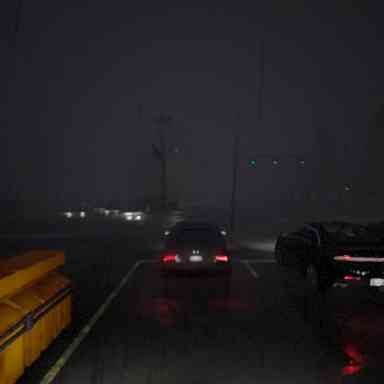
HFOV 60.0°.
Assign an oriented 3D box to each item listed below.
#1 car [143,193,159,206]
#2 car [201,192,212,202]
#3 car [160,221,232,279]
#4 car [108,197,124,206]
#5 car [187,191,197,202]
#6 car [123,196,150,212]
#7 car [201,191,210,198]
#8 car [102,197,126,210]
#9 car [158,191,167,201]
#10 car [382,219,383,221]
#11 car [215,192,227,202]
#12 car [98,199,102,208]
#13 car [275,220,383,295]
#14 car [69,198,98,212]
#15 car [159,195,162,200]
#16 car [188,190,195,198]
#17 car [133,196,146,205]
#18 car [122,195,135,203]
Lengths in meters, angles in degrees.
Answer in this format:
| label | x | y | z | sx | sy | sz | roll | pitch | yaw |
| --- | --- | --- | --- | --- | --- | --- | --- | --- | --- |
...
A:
| label | x | y | z | sx | sy | sz | roll | pitch | yaw |
| --- | --- | --- | --- | --- | --- | --- | --- | --- | --- |
| car | -7.056 | 1.477 | 52.824 | 2.150 | 2.045 | 5.566 | 0 | 0 | 0 |
| car | 3.441 | 1.186 | 75.545 | 2.097 | 1.767 | 4.553 | 0 | 4 | 0 |
| car | 0.099 | 1.598 | 10.208 | 2.033 | 1.411 | 5.357 | 0 | 0 | 0 |
| car | -14.026 | 1.783 | 61.552 | 1.837 | 1.490 | 4.892 | 0 | 1 | 0 |
| car | -0.058 | 1.334 | 75.447 | 1.837 | 1.490 | 4.892 | 0 | 4 | 0 |
| car | -7.037 | 1.699 | 42.970 | 2.128 | 1.511 | 4.902 | 0 | 0 | -1 |
| car | 3.394 | 0.603 | 85.501 | 1.994 | 1.385 | 4.181 | 0 | 6 | 0 |
| car | -10.565 | 1.773 | 46.634 | 2.033 | 1.411 | 5.357 | 0 | 0 | 0 |
| car | -7.069 | 0.841 | 77.710 | 2.150 | 2.045 | 5.566 | 0 | 3 | 0 |
| car | 7.643 | 1.549 | 11.673 | 2.128 | 1.511 | 4.902 | 0 | 0 | 9 |
| car | 6.940 | 1.363 | 75.853 | 1.994 | 1.385 | 4.181 | 0 | 4 | 0 |
| car | -14.057 | 1.799 | 52.029 | 2.033 | 1.411 | 5.357 | 0 | 0 | 0 |
| car | 3.594 | 1.535 | 8.829 | 2.128 | 1.511 | 4.902 | 0 | 0 | 0 |
| car | -14.069 | 1.558 | 42.566 | 2.097 | 1.767 | 4.553 | 0 | 0 | 0 |
| car | -7.027 | 1.812 | 63.399 | 2.033 | 1.411 | 5.357 | 0 | 1 | 0 |
| car | -0.106 | 0.529 | 85.476 | 1.882 | 1.535 | 5.008 | 0 | 6 | 0 |
| car | -10.517 | 1.673 | 66.957 | 1.882 | 1.535 | 5.008 | 0 | 1 | 0 |
| car | -14.049 | 1.537 | 73.542 | 1.895 | 1.301 | 4.718 | 0 | 3 | 0 |
